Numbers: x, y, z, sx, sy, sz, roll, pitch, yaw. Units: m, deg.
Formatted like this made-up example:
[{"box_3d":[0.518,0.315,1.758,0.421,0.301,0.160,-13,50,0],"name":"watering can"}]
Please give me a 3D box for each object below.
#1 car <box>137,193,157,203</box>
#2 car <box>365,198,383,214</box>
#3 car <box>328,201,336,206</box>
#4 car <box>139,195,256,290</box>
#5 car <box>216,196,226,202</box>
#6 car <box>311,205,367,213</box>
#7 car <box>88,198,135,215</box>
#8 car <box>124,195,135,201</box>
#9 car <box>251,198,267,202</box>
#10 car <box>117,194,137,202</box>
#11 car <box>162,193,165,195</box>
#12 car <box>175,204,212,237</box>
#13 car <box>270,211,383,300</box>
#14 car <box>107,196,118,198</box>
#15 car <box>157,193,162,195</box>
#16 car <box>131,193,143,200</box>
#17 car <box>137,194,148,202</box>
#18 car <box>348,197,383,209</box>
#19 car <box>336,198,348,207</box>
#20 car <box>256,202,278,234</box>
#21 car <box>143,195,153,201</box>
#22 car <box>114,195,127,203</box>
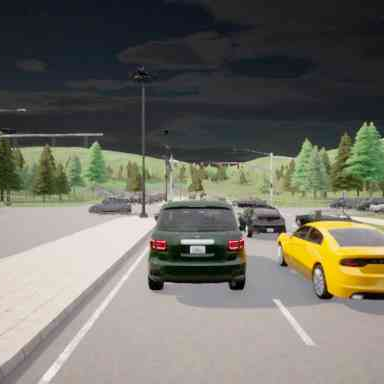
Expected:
[{"box_3d":[-8.119,1.479,60.517,2.128,1.511,4.902,0,0,0],"name":"car"},{"box_3d":[21.018,1.594,34.360,4.718,1.301,1.895,0,0,1],"name":"car"},{"box_3d":[20.796,1.516,44.866,4.674,1.442,1.812,0,0,1],"name":"car"},{"box_3d":[0.095,1.220,9.189,2.150,2.045,5.566,0,0,0],"name":"car"},{"box_3d":[6.927,1.578,79.621,1.895,1.301,4.718,0,0,0],"name":"car"},{"box_3d":[7.087,1.597,17.838,1.895,1.301,4.718,0,0,0],"name":"car"},{"box_3d":[-8.166,1.557,33.364,4.181,1.385,1.994,0,0,-3],"name":"car"},{"box_3d":[-15.074,1.461,80.658,1.882,1.535,5.008,0,0,0],"name":"car"},{"box_3d":[7.406,1.483,43.529,4.902,1.511,2.128,0,1,29],"name":"car"},{"box_3d":[-11.664,1.513,60.170,1.812,1.442,4.674,0,0,1],"name":"car"},{"box_3d":[-8.072,1.536,78.106,1.994,1.385,4.181,0,0,0],"name":"car"},{"box_3d":[0.086,1.501,19.046,1.837,1.490,4.892,0,0,0],"name":"car"},{"box_3d":[3.592,1.476,8.442,1.882,1.535,5.008,0,0,0],"name":"car"},{"box_3d":[-15.108,1.551,61.597,1.994,1.385,4.181,0,0,0],"name":"car"},{"box_3d":[-8.063,1.340,69.598,2.097,1.767,4.553,0,0,0],"name":"car"},{"box_3d":[-15.071,1.205,91.199,2.150,2.045,5.566,0,0,0],"name":"car"},{"box_3d":[-11.572,1.339,78.127,2.097,1.767,4.553,0,0,0],"name":"car"},{"box_3d":[20.804,1.345,37.864,4.553,1.767,2.097,0,0,1],"name":"car"},{"box_3d":[21.111,1.481,41.362,4.902,1.511,2.128,0,0,1],"name":"car"},{"box_3d":[3.587,1.501,17.666,1.837,1.490,4.892,0,0,0],"name":"car"},{"box_3d":[-11.580,1.534,88.139,1.994,1.385,4.181,0,0,0],"name":"car"},{"box_3d":[-15.064,1.485,70.270,1.837,1.490,4.892,0,0,0],"name":"car"}]
